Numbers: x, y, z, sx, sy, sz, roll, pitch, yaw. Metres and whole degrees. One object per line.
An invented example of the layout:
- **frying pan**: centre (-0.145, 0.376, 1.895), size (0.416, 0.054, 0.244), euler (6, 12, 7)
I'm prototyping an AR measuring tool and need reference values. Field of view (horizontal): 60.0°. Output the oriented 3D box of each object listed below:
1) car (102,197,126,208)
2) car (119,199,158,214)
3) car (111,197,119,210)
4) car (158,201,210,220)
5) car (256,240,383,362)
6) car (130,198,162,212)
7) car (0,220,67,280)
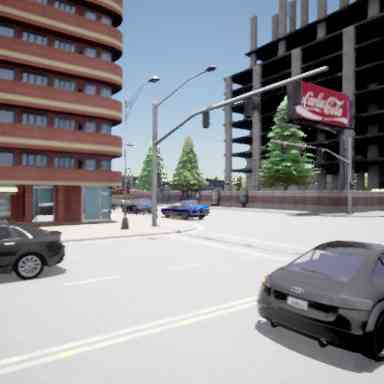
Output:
- **car**: centre (-11.881, 1.613, 50.560), size (1.837, 1.490, 4.892), euler (0, 0, -36)
- **car**: centre (-5.886, 1.653, 36.223), size (1.994, 1.385, 4.181), euler (0, 0, -37)
- **car**: centre (-11.734, 1.689, 44.355), size (1.895, 1.301, 4.718), euler (0, 0, -36)
- **car**: centre (-0.741, 1.691, 29.080), size (1.895, 1.301, 4.718), euler (0, 0, -35)
- **car**: centre (3.118, 1.596, 6.038), size (4.181, 1.385, 1.994), euler (1, 0, -37)
- **car**: centre (-5.981, 1.586, 42.362), size (1.882, 1.535, 5.008), euler (0, 0, -36)
- **car**: centre (-5.797, 1.505, 8.450), size (4.892, 1.490, 1.837), euler (0, 0, -35)
